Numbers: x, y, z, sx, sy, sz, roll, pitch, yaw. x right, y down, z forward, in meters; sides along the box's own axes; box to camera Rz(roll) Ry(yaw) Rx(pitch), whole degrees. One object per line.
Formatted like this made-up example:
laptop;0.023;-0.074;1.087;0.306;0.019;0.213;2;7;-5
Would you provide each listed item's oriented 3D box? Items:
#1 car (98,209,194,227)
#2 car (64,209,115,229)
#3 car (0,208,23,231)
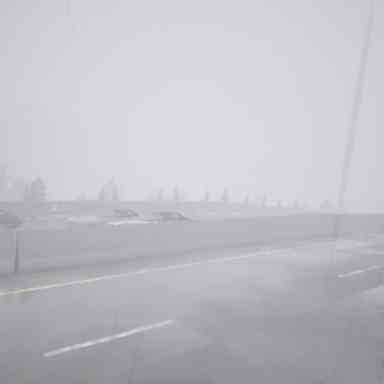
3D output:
car;-1.700;1.597;15.678;4.718;1.301;1.895;0;0;-35
car;-4.354;1.598;18.084;4.718;1.301;1.895;0;0;-35
car;-11.539;1.503;17.258;4.892;1.490;1.837;-1;0;-35
